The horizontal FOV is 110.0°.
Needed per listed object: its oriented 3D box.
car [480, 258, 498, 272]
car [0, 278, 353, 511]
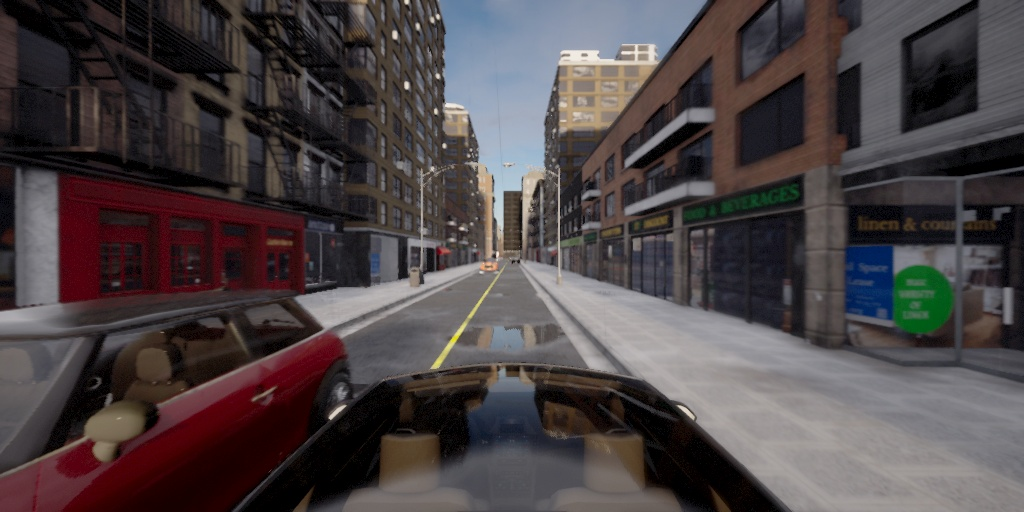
[{"bbox_3d":[-2.829,1.036,45.472,2.097,1.767,4.553,0,0,0],"label":"car"},{"bbox_3d":[-2.852,1.102,2.163,2.097,1.767,4.553,0,0,0],"label":"car"}]
